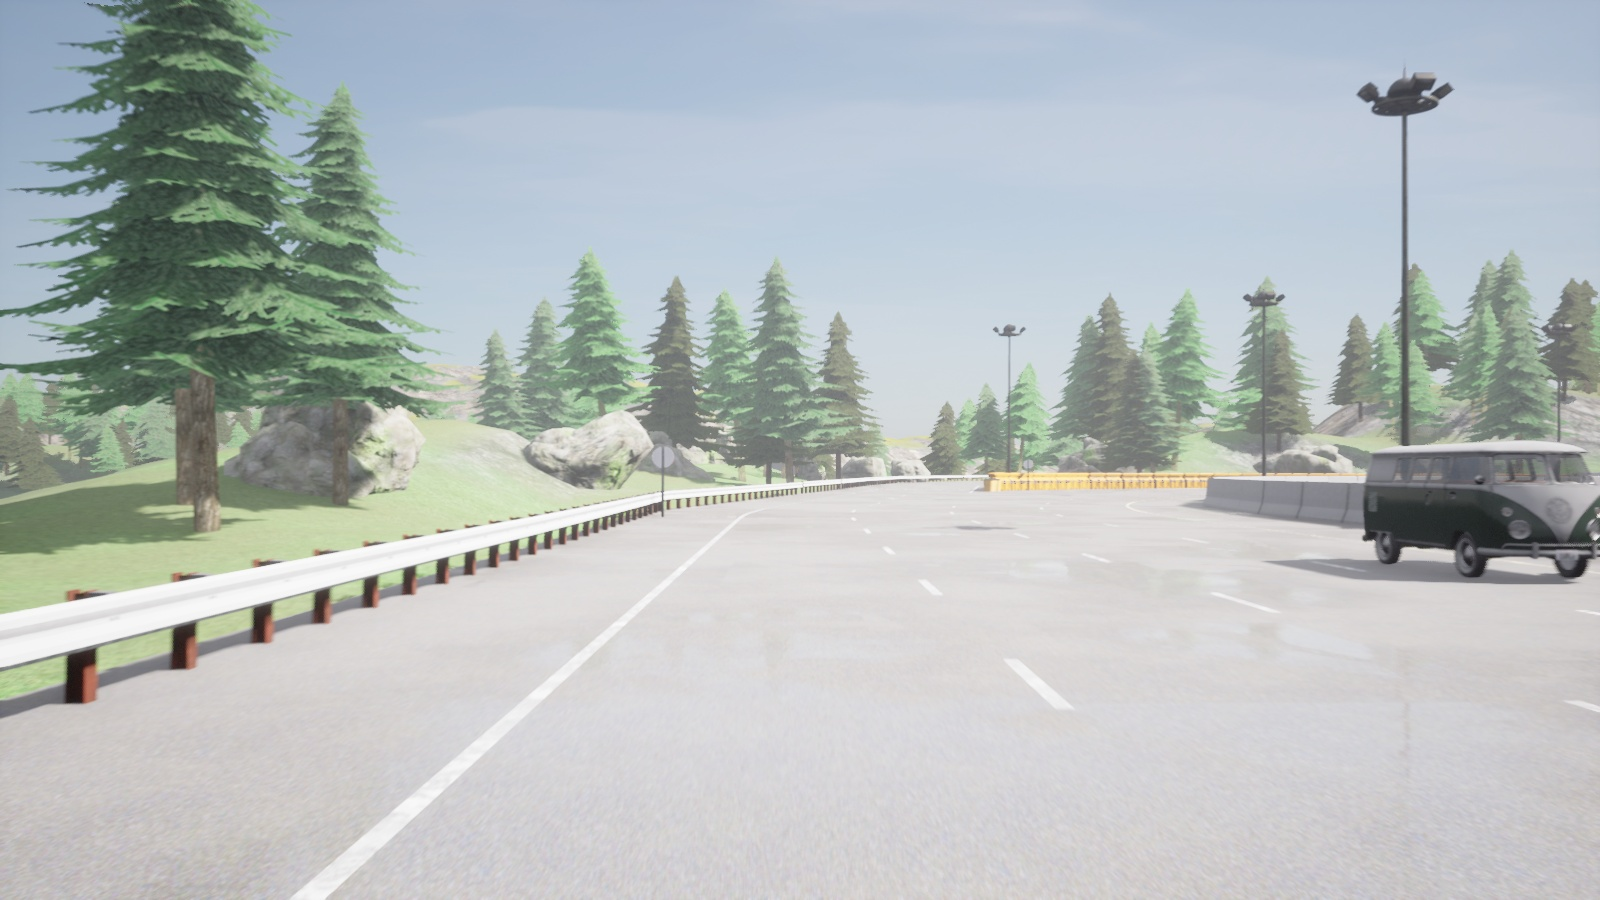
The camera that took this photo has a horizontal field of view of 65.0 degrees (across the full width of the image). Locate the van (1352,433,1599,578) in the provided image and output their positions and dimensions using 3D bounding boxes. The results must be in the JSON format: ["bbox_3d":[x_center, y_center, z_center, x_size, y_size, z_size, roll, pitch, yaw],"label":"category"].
[{"bbox_3d":[10.451,0.798,19.503,1.775,1.987,4.442,0,-1,0],"label":"van"}]
